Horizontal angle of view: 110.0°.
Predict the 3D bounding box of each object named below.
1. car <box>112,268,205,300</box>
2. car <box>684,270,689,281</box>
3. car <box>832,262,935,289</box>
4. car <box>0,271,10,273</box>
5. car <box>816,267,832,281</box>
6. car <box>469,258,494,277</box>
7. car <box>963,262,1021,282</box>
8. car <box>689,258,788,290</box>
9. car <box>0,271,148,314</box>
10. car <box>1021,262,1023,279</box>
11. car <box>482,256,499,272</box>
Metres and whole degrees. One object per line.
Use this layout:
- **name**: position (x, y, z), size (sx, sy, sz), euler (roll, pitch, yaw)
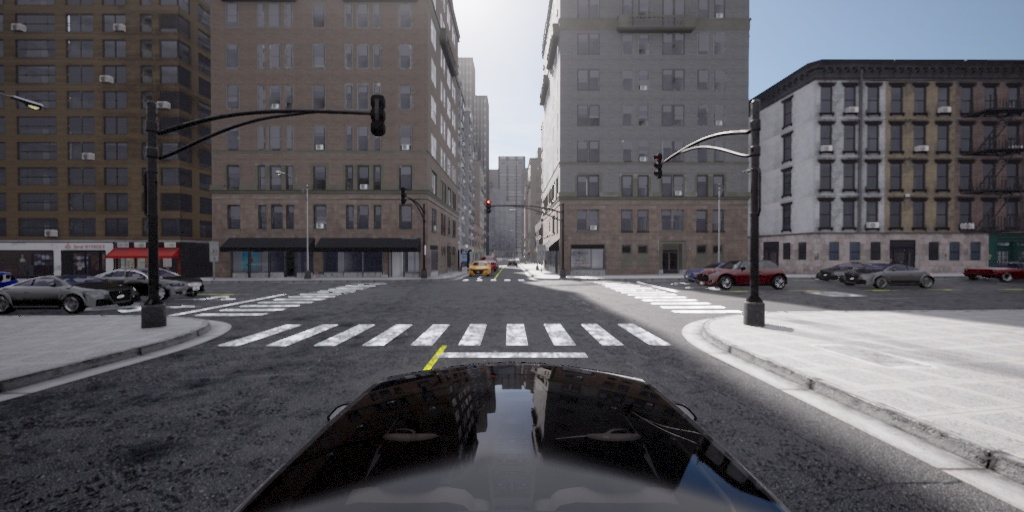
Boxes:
- **car**: position (-17.794, 1.328, 17.474), size (4.902, 1.511, 2.128), euler (0, 1, 1)
- **car**: position (14.176, 1.117, 24.324), size (4.674, 1.442, 1.812), euler (0, 1, 0)
- **car**: position (21.992, 1.140, 21.115), size (4.181, 1.385, 1.994), euler (0, 1, -1)
- **car**: position (-27.877, 1.104, 17.405), size (5.566, 2.045, 2.150), euler (0, 1, -1)
- **car**: position (23.274, 1.094, 24.375), size (4.181, 1.385, 1.994), euler (0, 1, -1)
- **car**: position (-3.109, 1.217, 35.248), size (1.882, 1.535, 5.008), euler (0, 0, 0)
- **car**: position (34.003, 1.055, 24.413), size (4.718, 1.301, 1.895), euler (0, 1, -1)
- **car**: position (13.349, 0.985, 21.049), size (4.553, 1.767, 2.097), euler (0, 1, -1)
- **car**: position (-17.525, 1.436, 14.216), size (4.181, 1.385, 1.994), euler (0, 1, 0)
- **car**: position (34.149, 0.982, 21.163), size (4.902, 1.511, 2.128), euler (0, 1, 0)
- **car**: position (-3.117, 0.964, 47.431), size (2.150, 2.045, 5.566), euler (0, 0, 0)
